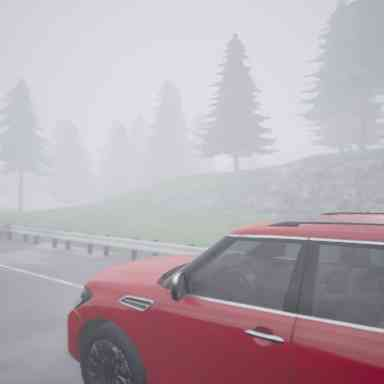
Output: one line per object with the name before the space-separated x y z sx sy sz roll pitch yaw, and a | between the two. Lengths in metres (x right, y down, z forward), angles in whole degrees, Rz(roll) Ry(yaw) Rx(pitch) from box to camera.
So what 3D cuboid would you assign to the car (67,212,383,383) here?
car | 1.198 1.222 3.140 5.566 2.045 2.150 0 0 36
